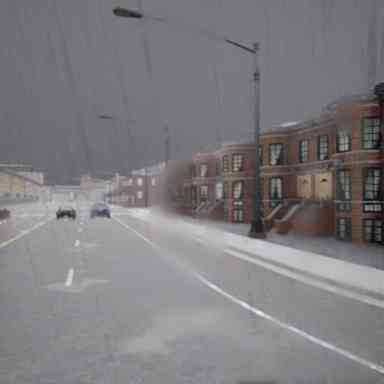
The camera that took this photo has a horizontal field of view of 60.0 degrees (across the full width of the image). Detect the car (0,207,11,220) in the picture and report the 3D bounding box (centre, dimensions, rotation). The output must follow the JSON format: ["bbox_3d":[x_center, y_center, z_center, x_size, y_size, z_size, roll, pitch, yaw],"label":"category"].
[{"bbox_3d":[-20.891,2.269,35.529,1.895,1.301,4.718,0,-1,-17],"label":"car"}]

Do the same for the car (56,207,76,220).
[{"bbox_3d":[-13.753,2.288,36.542,1.895,1.301,4.718,0,-1,-18],"label":"car"}]

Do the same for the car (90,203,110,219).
[{"bbox_3d":[-10.627,2.072,38.270,2.097,1.767,4.553,0,-1,-18],"label":"car"}]
